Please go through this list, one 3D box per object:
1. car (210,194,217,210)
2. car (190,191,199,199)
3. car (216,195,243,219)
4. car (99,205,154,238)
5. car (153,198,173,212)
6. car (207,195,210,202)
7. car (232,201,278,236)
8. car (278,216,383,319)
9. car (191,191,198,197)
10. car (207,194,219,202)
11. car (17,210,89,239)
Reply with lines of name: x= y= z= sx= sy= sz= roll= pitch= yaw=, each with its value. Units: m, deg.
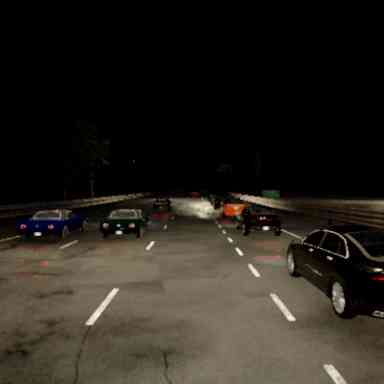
car: x=3.674 y=1.230 z=40.206 sx=2.097 sy=1.767 sz=4.553 roll=0 pitch=1 yaw=0
car: x=0.547 y=0.794 z=72.288 sx=1.812 sy=1.442 sz=4.674 roll=0 pitch=1 yaw=1
car: x=3.592 y=1.316 z=29.244 sx=2.097 sy=1.767 sz=4.553 roll=0 pitch=0 yaw=0
car: x=-3.364 y=1.580 z=17.623 sx=1.895 sy=1.301 sz=4.718 roll=0 pitch=0 yaw=0
car: x=-3.247 y=1.402 z=37.440 sx=2.128 sy=1.511 sz=4.902 roll=0 pitch=1 yaw=0
car: x=3.784 y=1.185 z=51.398 sx=1.801 sy=1.575 sz=5.366 roll=0 pitch=1 yaw=1
car: x=3.536 y=1.483 z=18.304 sx=1.837 sy=1.490 sz=4.892 roll=0 pitch=0 yaw=0
car: x=3.506 y=1.496 z=7.333 sx=1.837 sy=1.490 sz=4.892 roll=0 pitch=0 yaw=0
car: x=0.786 y=0.586 z=87.728 sx=1.812 sy=1.442 sz=4.674 roll=0 pitch=1 yaw=1
car: x=3.914 y=1.130 z=62.179 sx=2.033 sy=1.411 sz=5.357 roll=0 pitch=1 yaw=1
car: x=-6.867 y=1.581 z=17.060 sx=1.895 sy=1.301 sz=4.718 roll=0 pitch=0 yaw=0
